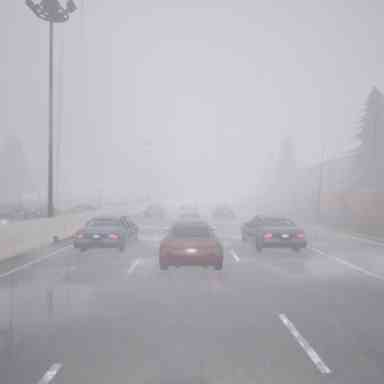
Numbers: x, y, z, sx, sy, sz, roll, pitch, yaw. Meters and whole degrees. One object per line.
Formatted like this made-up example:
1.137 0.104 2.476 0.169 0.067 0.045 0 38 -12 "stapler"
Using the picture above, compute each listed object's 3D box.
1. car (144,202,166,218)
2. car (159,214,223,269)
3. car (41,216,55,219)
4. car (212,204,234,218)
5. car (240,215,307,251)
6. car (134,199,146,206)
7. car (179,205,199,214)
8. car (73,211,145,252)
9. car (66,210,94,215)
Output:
-3.813 1.959 34.646 1.994 1.385 4.181 0 -1 -1 "car"
-0.044 1.698 11.651 1.994 1.385 4.181 0 -1 -1 "car"
-14.478 1.971 32.025 1.895 1.301 4.718 0 -1 -1 "car"
3.186 1.957 34.775 1.994 1.385 4.181 0 -1 -1 "car"
3.428 1.715 14.847 2.033 1.411 5.357 0 -1 -1 "car"
-11.328 2.340 73.240 1.994 1.385 4.181 0 -1 -1 "car"
-0.294 1.976 33.087 1.895 1.301 4.718 0 -1 -1 "car"
-3.572 1.717 14.771 2.033 1.411 5.357 0 -1 -1 "car"
-10.996 1.933 33.476 2.033 1.411 5.357 0 -1 -1 "car"
